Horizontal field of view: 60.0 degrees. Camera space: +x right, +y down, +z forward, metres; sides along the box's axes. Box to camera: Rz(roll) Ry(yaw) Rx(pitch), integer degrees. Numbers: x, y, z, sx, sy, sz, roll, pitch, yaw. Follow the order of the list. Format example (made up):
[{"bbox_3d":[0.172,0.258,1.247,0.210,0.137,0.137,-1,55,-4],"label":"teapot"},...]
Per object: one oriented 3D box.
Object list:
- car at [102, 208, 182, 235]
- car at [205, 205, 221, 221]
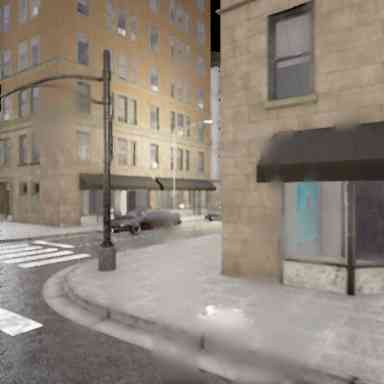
[{"bbox_3d":[-2.797,1.678,20.046,2.033,1.411,5.357,0,0,35],"label":"car"},{"bbox_3d":[3.201,1.735,28.501,2.033,1.411,5.357,0,0,36],"label":"car"}]
